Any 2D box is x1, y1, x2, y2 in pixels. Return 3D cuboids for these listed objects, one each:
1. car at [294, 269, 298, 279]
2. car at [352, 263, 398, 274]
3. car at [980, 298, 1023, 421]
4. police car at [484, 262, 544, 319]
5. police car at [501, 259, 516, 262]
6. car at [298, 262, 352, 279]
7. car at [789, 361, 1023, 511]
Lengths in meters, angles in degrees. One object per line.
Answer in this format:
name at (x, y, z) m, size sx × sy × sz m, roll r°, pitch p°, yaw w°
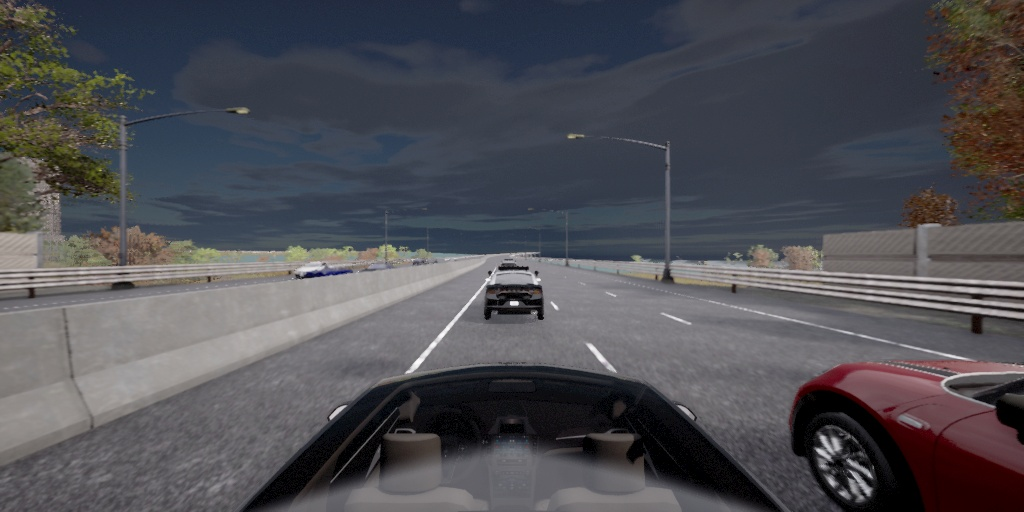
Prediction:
car at (-17.884, 1.270, 32.796) m, size 1.812 × 1.442 × 4.674 m, roll 0°, pitch 0°, yaw -1°
car at (-10.831, 1.292, 29.566) m, size 2.033 × 1.411 × 5.357 m, roll 0°, pitch 0°, yaw -1°
car at (7.092, 1.274, 2.404) m, size 1.812 × 1.442 × 4.674 m, roll 0°, pitch 0°, yaw 0°
police car at (0.053, 1.173, 13.014) m, size 1.930 × 1.638 × 5.238 m, roll 0°, pitch 0°, yaw 0°
police car at (-0.420, 1.158, 43.957) m, size 1.930 × 1.638 × 5.238 m, roll 0°, pitch 0°, yaw -1°
car at (-14.309, 1.347, 28.115) m, size 1.895 × 1.301 × 4.718 m, roll 0°, pitch 0°, yaw -1°
car at (3.591, 1.102, 1.392) m, size 2.097 × 1.767 × 4.553 m, roll 0°, pitch 0°, yaw 0°
